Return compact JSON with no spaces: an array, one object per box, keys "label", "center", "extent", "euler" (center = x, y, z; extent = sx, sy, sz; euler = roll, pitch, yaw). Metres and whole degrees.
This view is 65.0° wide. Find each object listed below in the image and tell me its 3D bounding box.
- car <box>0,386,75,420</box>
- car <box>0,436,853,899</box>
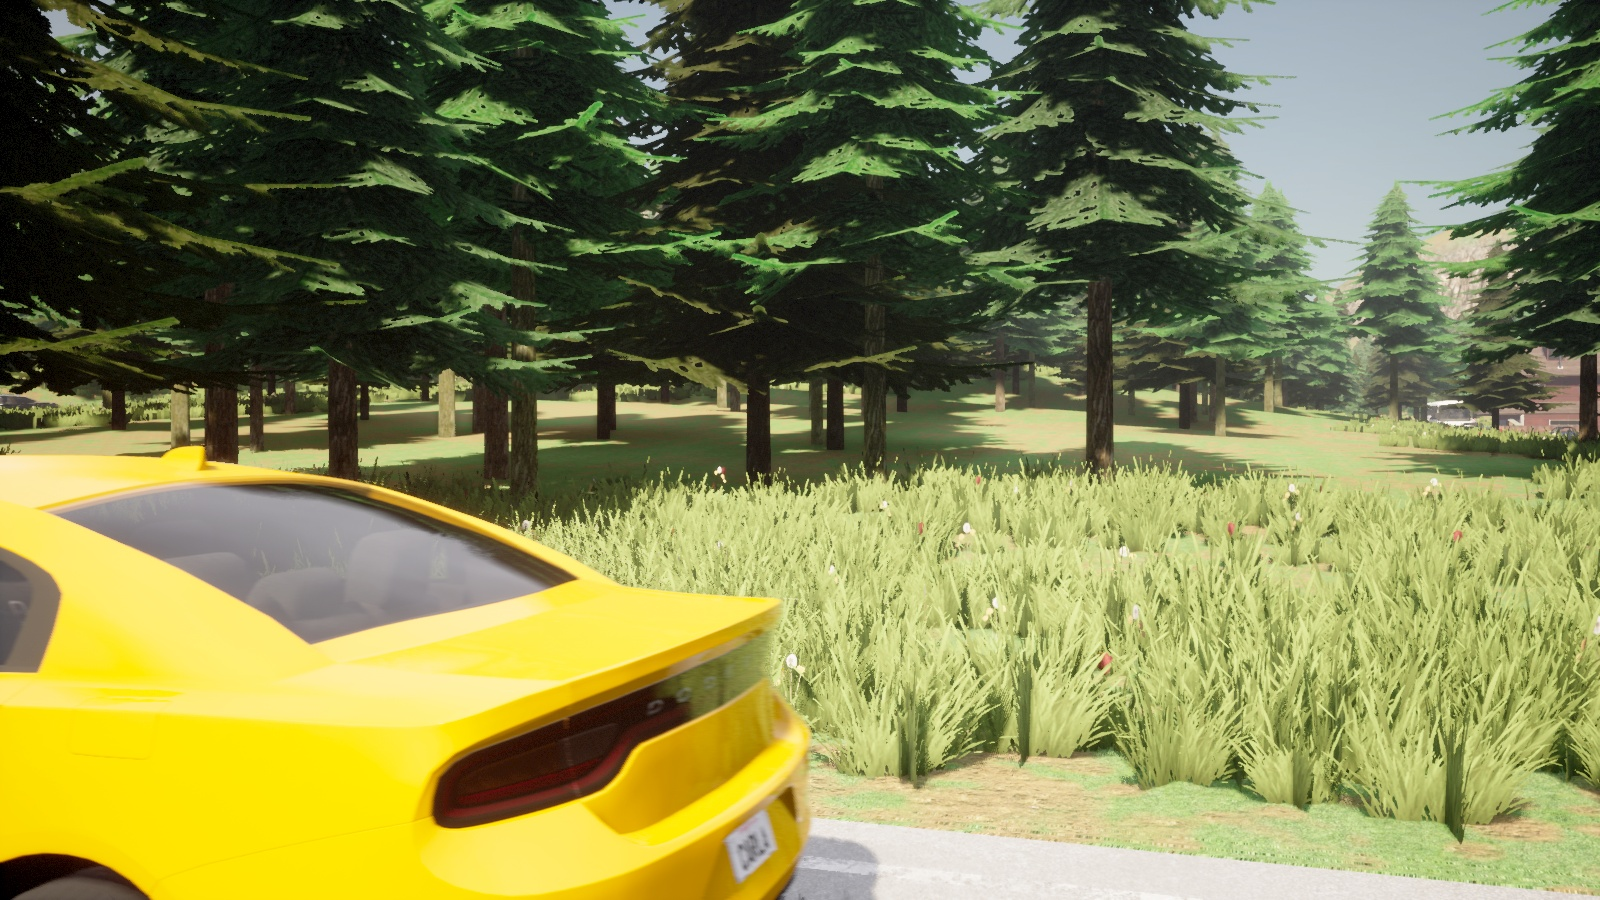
[{"label":"car","center":[-39.425,-2.324,63.026],"extent":[1.837,1.490,4.892],"euler":[0,6,31]},{"label":"car","center":[-2.515,0.735,3.723],"extent":[5.008,1.535,1.882],"euler":[1,1,19]}]
